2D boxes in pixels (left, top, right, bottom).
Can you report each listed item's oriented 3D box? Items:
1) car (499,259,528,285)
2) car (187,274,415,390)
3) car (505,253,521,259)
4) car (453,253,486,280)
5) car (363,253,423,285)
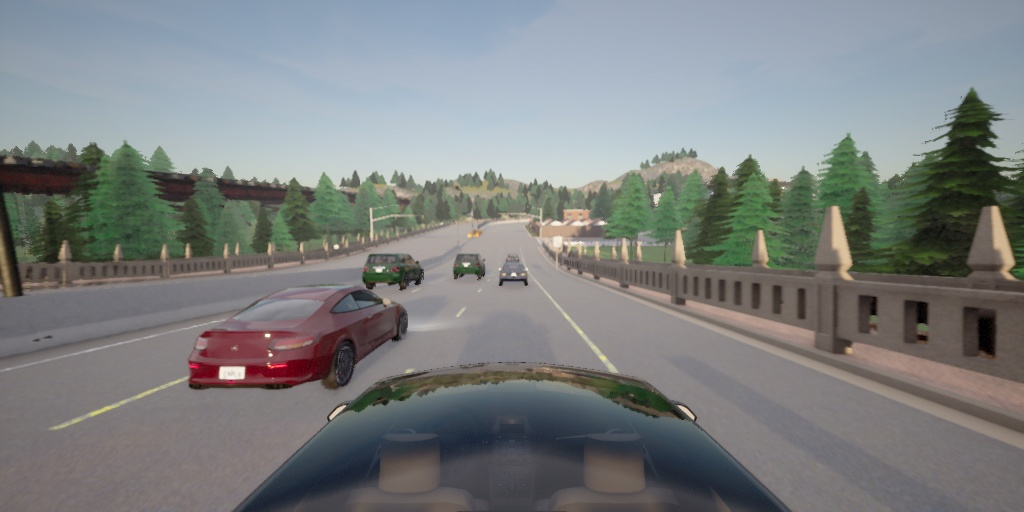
[{"bbox_3d":[0.100,1.146,24.201,2.033,1.411,5.357,0,0,0],"label":"car"},{"bbox_3d":[-3.401,1.242,6.660,1.812,1.442,4.674,0,0,0],"label":"car"},{"bbox_3d":[0.095,0.394,47.681,2.128,1.511,4.902,0,4,0],"label":"car"},{"bbox_3d":[-3.401,0.785,29.268,2.150,2.045,5.566,0,0,0],"label":"car"},{"bbox_3d":[-6.900,0.839,21.288,2.150,2.045,5.566,0,0,0],"label":"car"}]
